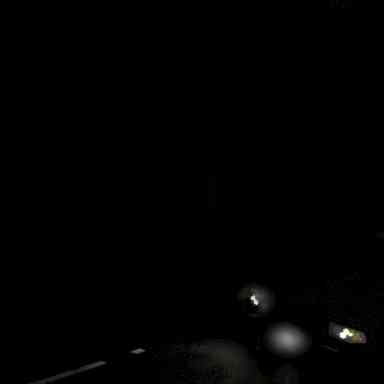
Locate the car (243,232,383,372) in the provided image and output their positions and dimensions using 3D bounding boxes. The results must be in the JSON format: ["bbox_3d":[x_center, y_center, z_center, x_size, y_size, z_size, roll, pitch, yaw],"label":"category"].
[{"bbox_3d":[3.386,1.458,5.764,5.357,1.411,2.033,-1,1,-35],"label":"car"}]
